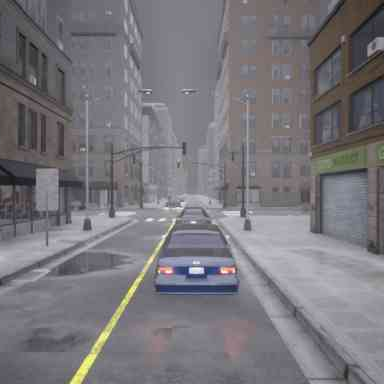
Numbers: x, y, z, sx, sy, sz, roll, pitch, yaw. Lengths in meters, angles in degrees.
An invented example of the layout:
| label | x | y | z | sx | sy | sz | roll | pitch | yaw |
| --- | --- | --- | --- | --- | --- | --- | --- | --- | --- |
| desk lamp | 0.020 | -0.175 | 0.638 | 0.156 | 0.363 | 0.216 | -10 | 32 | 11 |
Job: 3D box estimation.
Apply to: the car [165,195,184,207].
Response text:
| label | x | y | z | sx | sy | sz | roll | pitch | yaw |
| --- | --- | --- | --- | --- | --- | --- | --- | --- | --- |
| car | -2.785 | 1.352 | 49.887 | 2.097 | 1.767 | 4.553 | 0 | 0 | 1 |

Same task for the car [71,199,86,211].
| label | x | y | z | sx | sy | sz | roll | pitch | yaw |
| --- | --- | --- | --- | --- | --- | --- | --- | --- | --- |
| car | -14.677 | 1.539 | 39.337 | 4.313 | 1.339 | 1.947 | 0 | 0 | 0 |

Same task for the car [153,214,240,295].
| label | x | y | z | sx | sy | sz | roll | pitch | yaw |
| --- | --- | --- | --- | --- | --- | --- | --- | --- | --- |
| car | 0.098 | 1.547 | 8.853 | 2.033 | 1.411 | 5.357 | 0 | 0 | 0 |

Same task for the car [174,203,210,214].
| label | x | y | z | sx | sy | sz | roll | pitch | yaw |
| --- | --- | --- | --- | --- | --- | --- | --- | --- | --- |
| car | 0.095 | 1.563 | 19.399 | 1.994 | 1.385 | 4.181 | 0 | 0 | 1 |

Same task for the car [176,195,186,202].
| label | x | y | z | sx | sy | sz | roll | pitch | yaw |
| --- | --- | --- | --- | --- | --- | --- | --- | --- | --- |
| car | -2.613 | 1.529 | 78.962 | 2.128 | 1.511 | 4.902 | 0 | 0 | 0 |

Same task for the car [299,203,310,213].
| label | x | y | z | sx | sy | sz | roll | pitch | yaw |
| --- | --- | --- | --- | --- | --- | --- | --- | --- | --- |
| car | 14.182 | 1.528 | 36.705 | 4.674 | 1.442 | 1.812 | 0 | 0 | 0 |
